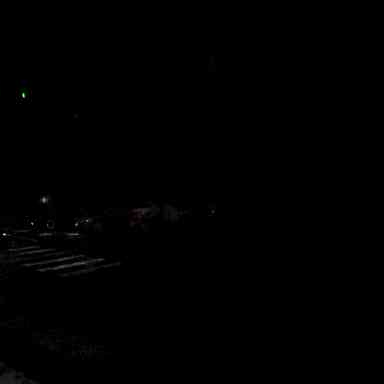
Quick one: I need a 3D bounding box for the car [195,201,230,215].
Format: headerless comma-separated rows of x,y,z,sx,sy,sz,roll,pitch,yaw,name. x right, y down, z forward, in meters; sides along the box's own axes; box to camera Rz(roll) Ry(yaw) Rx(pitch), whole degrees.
2.348,1.777,37.596,1.994,1.385,4.181,1,0,36,car

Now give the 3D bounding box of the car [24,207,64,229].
-8.542,1.652,22.229,1.895,1.301,4.718,1,0,35,car

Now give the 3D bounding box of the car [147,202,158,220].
-3.406,1.653,29.486,1.812,1.442,4.674,1,0,35,car

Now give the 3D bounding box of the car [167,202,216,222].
0.023,1.677,28.706,2.128,1.511,4.902,1,0,35,car

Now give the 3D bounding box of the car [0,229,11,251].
-8.512,1.519,10.700,2.128,1.511,4.902,0,-1,35,car

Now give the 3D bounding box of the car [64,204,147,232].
-5.328,1.632,21.139,1.812,1.442,4.674,1,0,35,car

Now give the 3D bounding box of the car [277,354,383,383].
2.408,1.545,1.243,4.507,1.381,1.887,0,1,35,car
